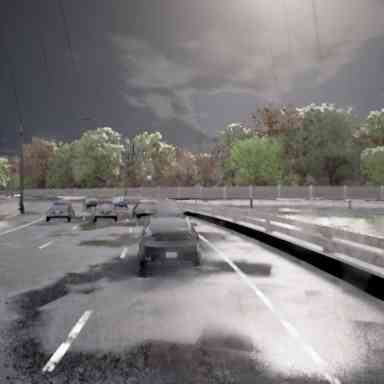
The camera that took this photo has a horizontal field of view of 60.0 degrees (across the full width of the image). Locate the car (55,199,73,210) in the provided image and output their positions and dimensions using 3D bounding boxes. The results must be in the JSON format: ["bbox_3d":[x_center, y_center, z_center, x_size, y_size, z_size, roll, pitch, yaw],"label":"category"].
[{"bbox_3d":[-17.531,1.652,45.345,1.994,1.385,4.181,0,0,-25],"label":"car"}]

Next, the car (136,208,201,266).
[{"bbox_3d":[-0.825,1.510,11.604,1.837,1.490,4.892,0,0,-6],"label":"car"}]

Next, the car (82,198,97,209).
[{"bbox_3d":[-13.916,1.578,45.922,1.837,1.490,4.892,0,0,-25],"label":"car"}]

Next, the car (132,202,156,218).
[{"bbox_3d":[-4.260,1.590,29.859,1.994,1.385,4.181,0,0,-15],"label":"car"}]

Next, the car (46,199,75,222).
[{"bbox_3d":[-10.687,1.601,27.193,2.033,1.411,5.357,0,0,-15],"label":"car"}]

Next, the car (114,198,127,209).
[{"bbox_3d":[-10.337,1.582,46.539,1.812,1.442,4.674,0,0,-24],"label":"car"}]

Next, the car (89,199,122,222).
[{"bbox_3d":[-7.078,1.585,27.223,2.033,1.411,5.357,0,0,-15],"label":"car"}]
